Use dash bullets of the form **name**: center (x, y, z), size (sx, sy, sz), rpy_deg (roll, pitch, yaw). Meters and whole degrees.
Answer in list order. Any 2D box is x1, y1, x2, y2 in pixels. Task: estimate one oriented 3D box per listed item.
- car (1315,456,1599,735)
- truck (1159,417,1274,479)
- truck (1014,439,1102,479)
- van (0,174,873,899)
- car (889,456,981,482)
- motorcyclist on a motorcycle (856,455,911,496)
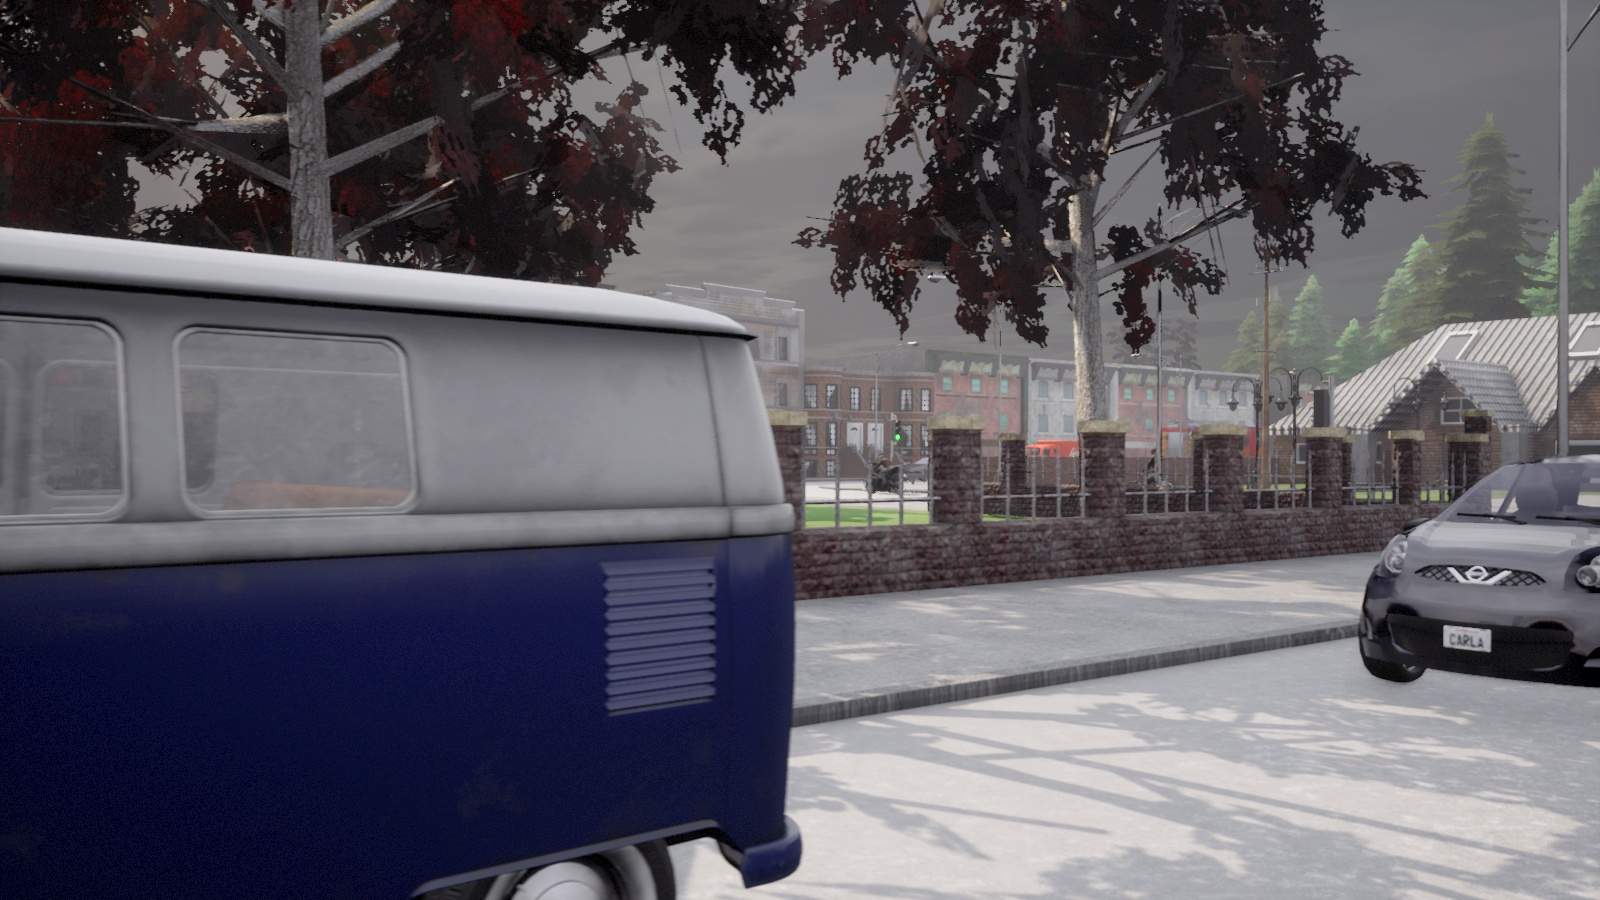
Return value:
- **car**: center (5.276, 0.789, 8.446), size (3.633, 1.501, 1.845), rpy_deg (0, 0, -39)
- **truck**: center (27.332, -0.112, 82.254), size (8.468, 3.827, 2.891), rpy_deg (0, 0, -37)
- **truck**: center (16.192, 0.555, 78.795), size (5.204, 2.467, 2.627), rpy_deg (0, 0, -37)
- **van**: center (-2.071, 0.509, 2.824), size (4.442, 1.987, 1.775), rpy_deg (0, 0, -40)
- **car**: center (7.825, 1.069, 72.399), size (5.357, 1.411, 2.033), rpy_deg (0, 0, -37)
- **motorcyclist on a motorcycle**: center (3.181, 0.964, 47.988), size (0.866, 1.530, 2.191), rpy_deg (0, 0, -36)
